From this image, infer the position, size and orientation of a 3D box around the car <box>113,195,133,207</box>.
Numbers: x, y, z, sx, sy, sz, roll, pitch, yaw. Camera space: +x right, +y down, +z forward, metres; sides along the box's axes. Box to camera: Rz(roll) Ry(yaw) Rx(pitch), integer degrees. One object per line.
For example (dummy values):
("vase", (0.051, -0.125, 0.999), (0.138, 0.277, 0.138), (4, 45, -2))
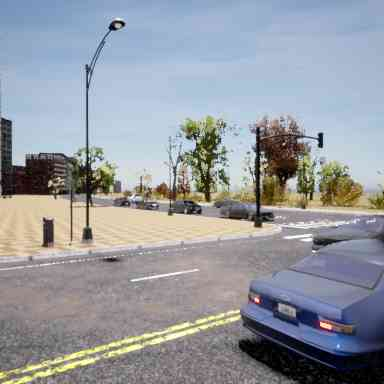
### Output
("car", (-11.436, 1.628, 54.408), (1.837, 1.490, 4.892), (0, 0, -30))

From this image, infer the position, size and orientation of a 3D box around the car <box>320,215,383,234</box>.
("car", (6.673, 1.546, 12.054), (5.357, 1.411, 2.033), (0, 0, -33))

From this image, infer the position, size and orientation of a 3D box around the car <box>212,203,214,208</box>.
("car", (4.667, 1.621, 46.705), (1.994, 1.385, 4.181), (0, 0, -31))

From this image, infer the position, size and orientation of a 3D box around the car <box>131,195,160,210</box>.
("car", (-6.073, 1.594, 45.268), (2.128, 1.511, 4.902), (0, 0, -31))

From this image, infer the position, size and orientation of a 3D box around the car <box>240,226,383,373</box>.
("car", (3.283, 1.547, 5.640), (5.357, 1.411, 2.033), (0, 0, -34))

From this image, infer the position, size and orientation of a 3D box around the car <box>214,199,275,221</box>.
("car", (4.483, 1.604, 28.025), (2.033, 1.411, 5.357), (0, 0, -31))

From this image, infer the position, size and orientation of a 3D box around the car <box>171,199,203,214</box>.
("car", (-0.694, 1.585, 36.435), (1.837, 1.490, 4.892), (0, 0, -32))
